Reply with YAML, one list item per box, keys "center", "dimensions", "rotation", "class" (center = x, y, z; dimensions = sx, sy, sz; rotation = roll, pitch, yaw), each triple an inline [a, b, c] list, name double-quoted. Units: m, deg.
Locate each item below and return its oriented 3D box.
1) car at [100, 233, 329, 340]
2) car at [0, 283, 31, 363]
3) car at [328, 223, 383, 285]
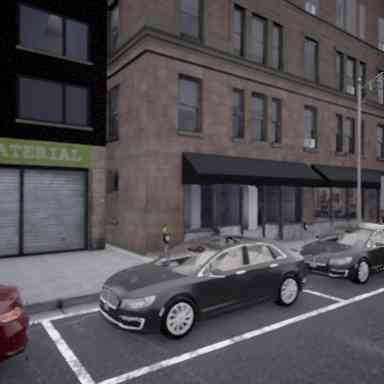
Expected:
- center: [0.440, 1.580, 6.501]
  dimensions: [4.403, 1.369, 2.008]
  rotation: [1, 0, -35]
  class: "car"
- center: [-3.968, 1.571, 3.359]
  dimensions: [4.206, 1.307, 1.802]
  rotation: [1, 0, -35]
  class: "car"
- center: [4.847, 1.620, 9.644]
  dimensions: [4.403, 1.369, 2.008]
  rotation: [1, 0, -35]
  class: "car"
